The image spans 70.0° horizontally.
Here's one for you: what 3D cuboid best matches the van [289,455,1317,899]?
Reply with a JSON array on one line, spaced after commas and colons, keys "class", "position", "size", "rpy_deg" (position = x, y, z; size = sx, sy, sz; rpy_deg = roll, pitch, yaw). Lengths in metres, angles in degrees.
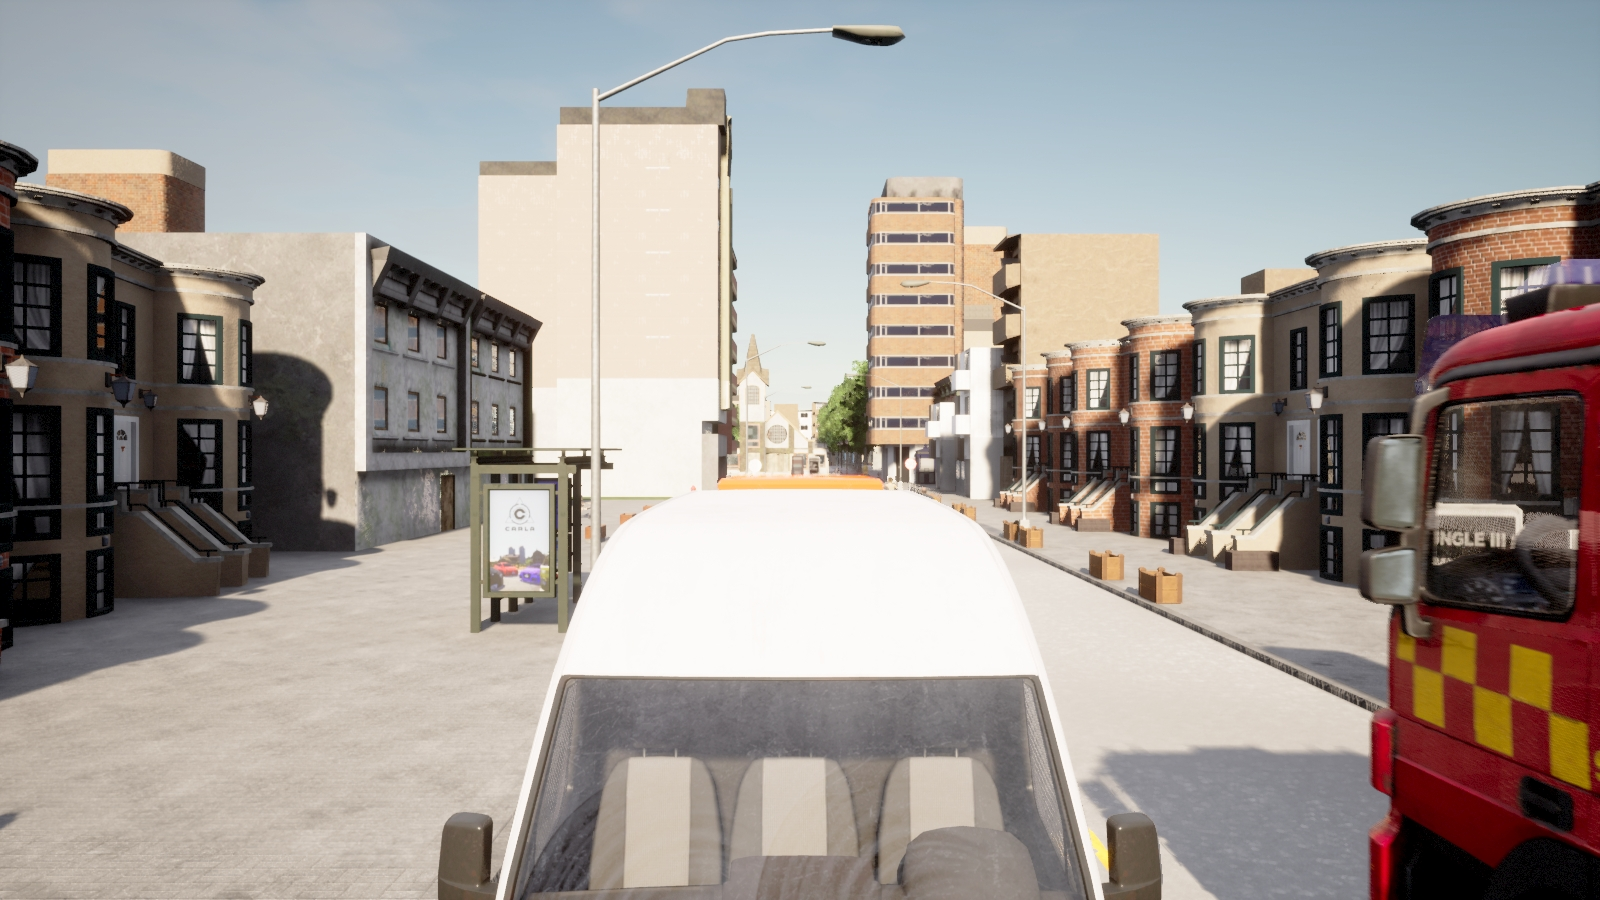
[{"class": "van", "position": [0.007, 1.317, 5.167], "size": [1.988, 2.561, 5.915], "rpy_deg": [0, 0, 0]}]
